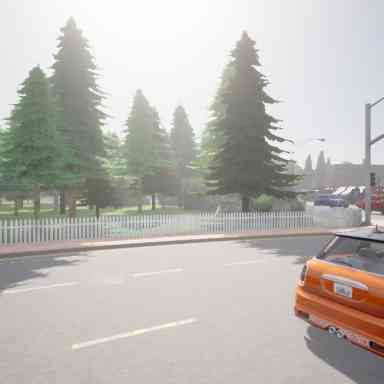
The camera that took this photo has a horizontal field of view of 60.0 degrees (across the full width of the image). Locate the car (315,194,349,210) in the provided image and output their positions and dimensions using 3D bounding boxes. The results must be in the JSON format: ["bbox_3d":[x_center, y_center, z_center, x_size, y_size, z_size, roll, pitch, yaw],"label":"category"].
[{"bbox_3d":[18.063,1.277,43.459,2.150,2.045,5.566,0,0,-8],"label":"car"}]

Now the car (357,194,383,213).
[{"bbox_3d":[19.419,1.277,33.192,2.150,2.045,5.566,0,0,-7],"label":"car"}]

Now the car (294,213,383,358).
[{"bbox_3d":[3.966,1.352,5.453,4.553,1.767,2.097,0,0,-26],"label":"car"}]
